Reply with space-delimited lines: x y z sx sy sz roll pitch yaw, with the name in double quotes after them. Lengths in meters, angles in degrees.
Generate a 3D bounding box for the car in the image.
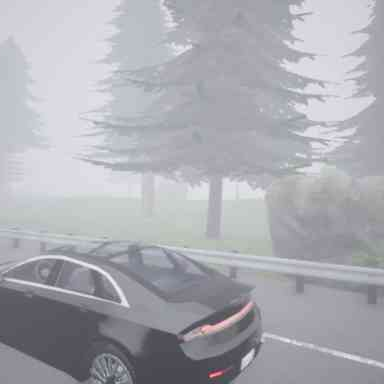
-1.450 1.466 4.733 4.902 1.511 2.128 1 0 33 "car"
